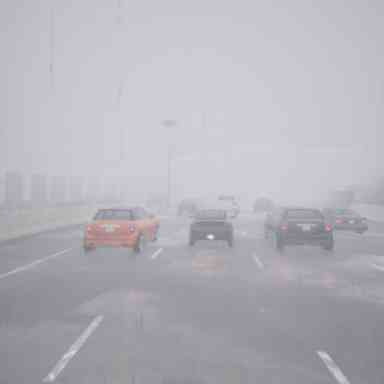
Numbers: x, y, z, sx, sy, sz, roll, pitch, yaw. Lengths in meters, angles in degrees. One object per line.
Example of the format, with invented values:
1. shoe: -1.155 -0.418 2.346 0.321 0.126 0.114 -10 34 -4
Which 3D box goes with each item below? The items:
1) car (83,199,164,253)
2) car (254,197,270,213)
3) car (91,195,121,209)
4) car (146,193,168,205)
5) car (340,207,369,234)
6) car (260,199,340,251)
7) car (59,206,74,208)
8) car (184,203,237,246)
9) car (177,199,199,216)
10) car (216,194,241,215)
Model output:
1. car: -2.700 1.333 13.747 2.097 1.767 4.553 0 0 5
2. car: 7.801 1.353 36.008 2.097 1.767 4.553 0 0 12
3. car: -11.697 1.280 45.518 2.097 1.767 4.553 0 0 14
4. car: -5.609 1.163 54.196 2.150 2.045 5.566 0 0 18
5. car: 8.378 1.562 19.313 2.033 1.411 5.357 0 0 7
6. car: 4.365 1.357 14.279 2.097 1.767 4.553 0 0 5
7. car: -15.792 1.440 43.605 1.812 1.442 4.674 0 0 14
8. car: 0.941 1.497 15.358 1.837 1.490 4.892 0 0 5
9. car: -0.149 1.481 32.237 1.837 1.490 4.892 0 0 11
10. car: 3.751 1.210 33.974 2.150 2.045 5.566 0 0 12
